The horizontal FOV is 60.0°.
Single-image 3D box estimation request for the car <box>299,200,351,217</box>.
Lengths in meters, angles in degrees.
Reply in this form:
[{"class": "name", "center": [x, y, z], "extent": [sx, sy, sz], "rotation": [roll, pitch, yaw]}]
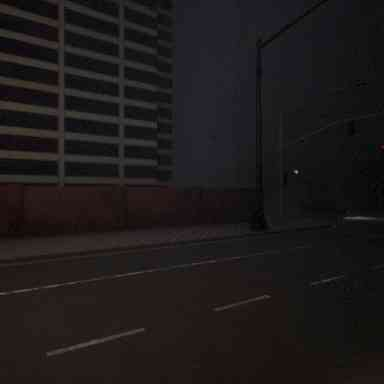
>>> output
[{"class": "car", "center": [12.521, 1.504, 31.636], "extent": [1.837, 1.490, 4.892], "rotation": [0, 0, -36]}]
